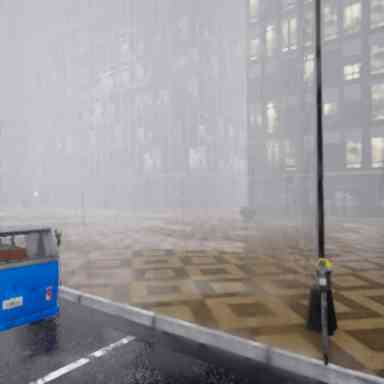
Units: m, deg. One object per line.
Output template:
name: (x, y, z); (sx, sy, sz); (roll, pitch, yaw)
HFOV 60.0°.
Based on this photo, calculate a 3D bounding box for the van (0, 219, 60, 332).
van: (-4.018, 1.318, 5.761); (3.998, 1.788, 1.690); (0, -1, 36)
